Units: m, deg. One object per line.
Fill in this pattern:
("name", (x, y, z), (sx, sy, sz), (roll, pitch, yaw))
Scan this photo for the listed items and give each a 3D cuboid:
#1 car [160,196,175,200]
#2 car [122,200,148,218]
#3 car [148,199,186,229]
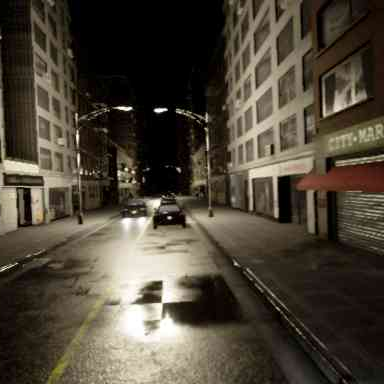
("car", (-2.616, 1.182, 37.502), (2.128, 1.511, 4.902), (-2, 1, -4))
("car", (-4.838, 1.436, 28.881), (1.994, 1.385, 4.181), (-2, 1, -4))
("car", (-1.414, 1.387, 20.606), (1.994, 1.385, 4.181), (-2, 1, -4))
